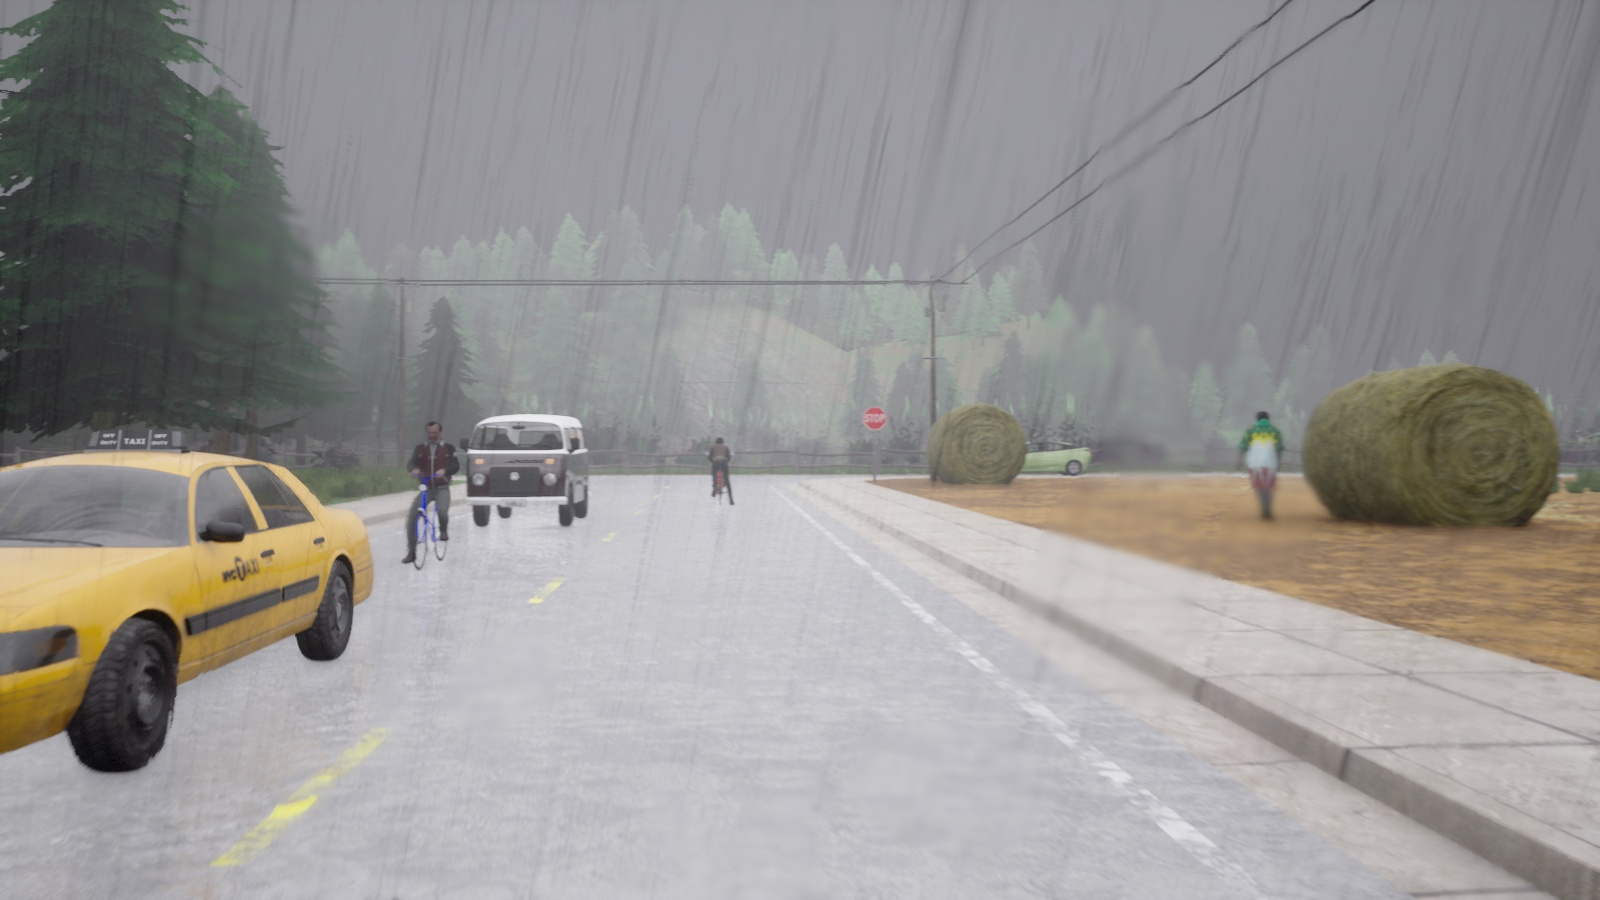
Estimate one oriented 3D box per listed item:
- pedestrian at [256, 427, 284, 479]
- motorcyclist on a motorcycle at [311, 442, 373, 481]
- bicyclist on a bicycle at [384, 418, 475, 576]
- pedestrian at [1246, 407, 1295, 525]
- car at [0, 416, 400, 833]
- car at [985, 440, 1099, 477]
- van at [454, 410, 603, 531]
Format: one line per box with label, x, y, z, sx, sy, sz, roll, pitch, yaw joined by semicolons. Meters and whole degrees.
pedestrian;-19.370;0.106;45.933;0.900;1.855;0.874;0;0;-20
motorcyclist on a motorcycle;-18.254;0.457;50.078;2.191;1.530;0.866;0;0;-1
bicyclist on a bicycle;-4.424;0.530;15.107;0.659;1.776;1.843;0;0;-4
pedestrian;7.943;0.260;21.229;0.659;1.952;0.873;0;0;13
car;-3.947;0.643;7.368;1.801;1.575;5.366;0;0;-4
car;10.355;0.349;53.951;4.514;1.525;2.007;0;0;-1
van;-4.942;0.334;23.489;2.069;2.038;4.480;0;0;-4
